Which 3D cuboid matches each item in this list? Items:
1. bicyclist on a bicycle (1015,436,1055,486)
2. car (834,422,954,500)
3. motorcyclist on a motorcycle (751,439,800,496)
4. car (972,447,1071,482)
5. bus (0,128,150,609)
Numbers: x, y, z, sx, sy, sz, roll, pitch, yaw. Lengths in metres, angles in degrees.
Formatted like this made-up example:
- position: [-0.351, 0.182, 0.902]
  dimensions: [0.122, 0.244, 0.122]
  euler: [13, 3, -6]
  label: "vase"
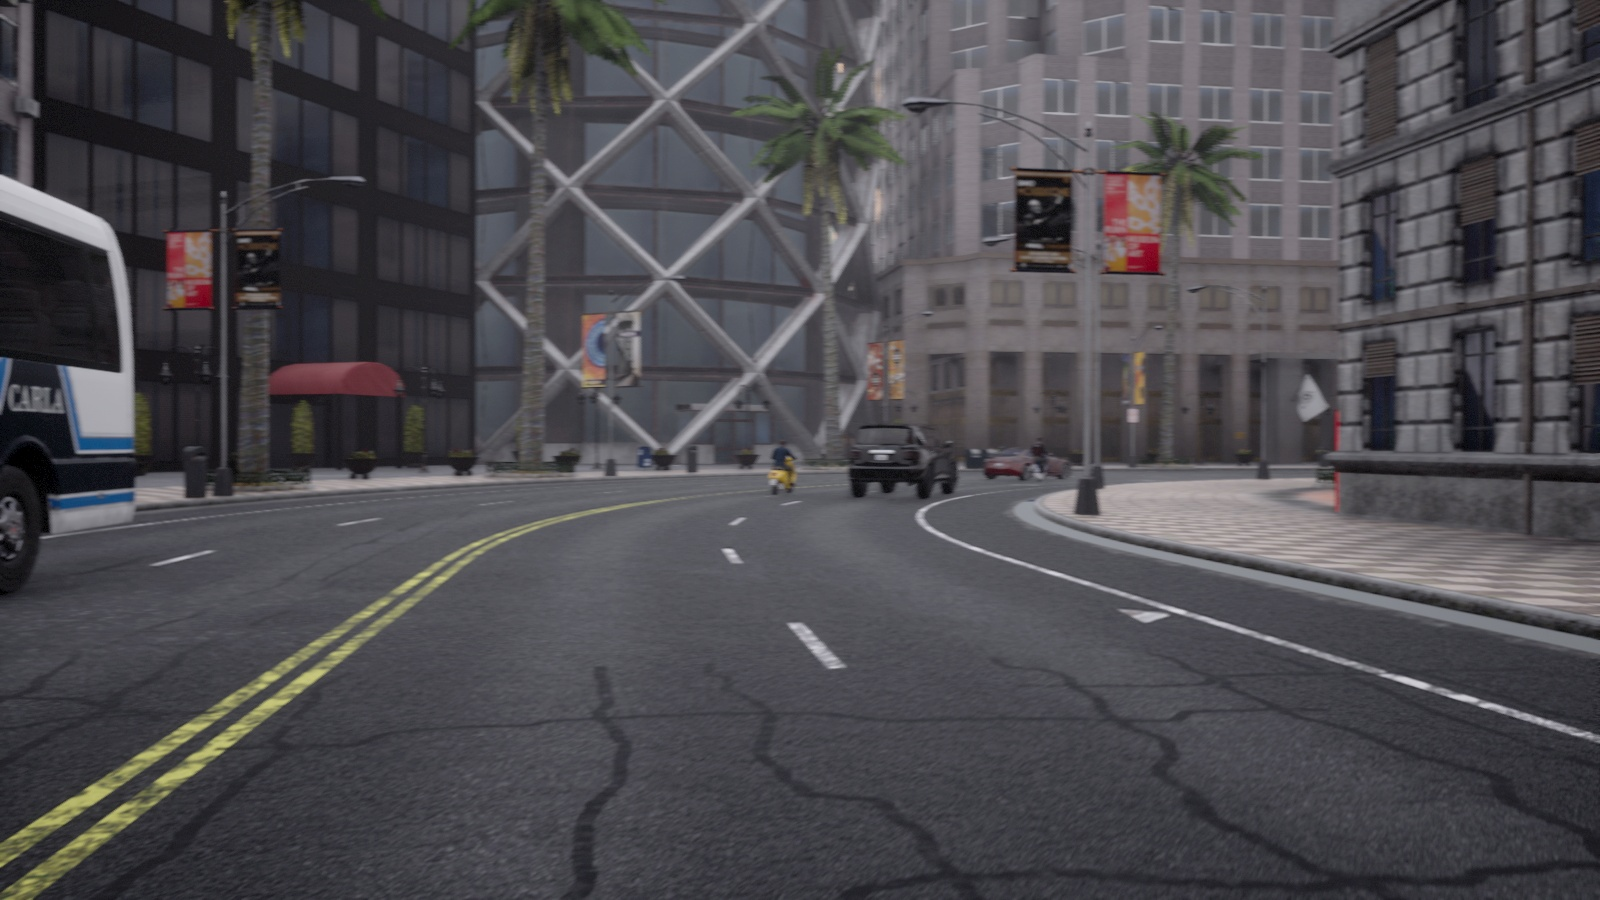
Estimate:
- position: [8.688, 0.394, 46.358]
  dimensions: [0.659, 1.776, 1.843]
  euler: [1, 1, 38]
  label: "bicyclist on a bicycle"
- position: [2.789, 0.278, 35.748]
  dimensions: [2.150, 2.045, 5.566]
  euler: [0, 0, 18]
  label: "car"
- position: [-0.691, 0.496, 36.271]
  dimensions: [0.866, 1.590, 1.817]
  euler: [1, 0, 18]
  label: "motorcyclist on a motorcycle"
- position: [9.203, 0.558, 52.070]
  dimensions: [4.181, 1.385, 1.994]
  euler: [0, 0, -44]
  label: "car"
- position: [-8.797, -0.716, 9.260]
  dimensions: [3.944, 4.253, 10.273]
  euler: [0, 0, -8]
  label: "bus"
